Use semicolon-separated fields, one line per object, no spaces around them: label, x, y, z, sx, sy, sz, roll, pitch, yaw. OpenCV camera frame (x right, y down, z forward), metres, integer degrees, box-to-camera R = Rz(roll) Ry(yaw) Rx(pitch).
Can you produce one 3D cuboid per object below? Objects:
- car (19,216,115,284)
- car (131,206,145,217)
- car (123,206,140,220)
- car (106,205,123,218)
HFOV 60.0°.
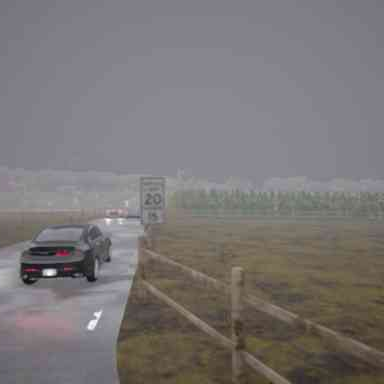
car;-3.659;1.722;10.323;1.837;1.490;4.892;0;-1;-6
car;-8.250;2.949;51.102;1.812;1.442;4.674;0;-2;-6
car;-7.089;2.645;41.294;1.994;1.385;4.181;0;-2;-6
car;-10.336;2.590;45.032;2.097;1.767;4.553;0;-2;-6
